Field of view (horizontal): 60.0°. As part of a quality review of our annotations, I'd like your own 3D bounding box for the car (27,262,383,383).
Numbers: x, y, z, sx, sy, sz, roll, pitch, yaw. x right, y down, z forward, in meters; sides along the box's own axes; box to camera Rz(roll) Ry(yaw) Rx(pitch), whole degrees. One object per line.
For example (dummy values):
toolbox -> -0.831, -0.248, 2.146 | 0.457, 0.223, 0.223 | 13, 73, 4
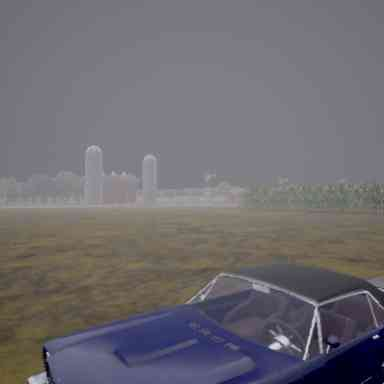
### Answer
car -> 0.856, 1.596, 3.682 | 4.718, 1.301, 1.895 | 0, 0, -35
